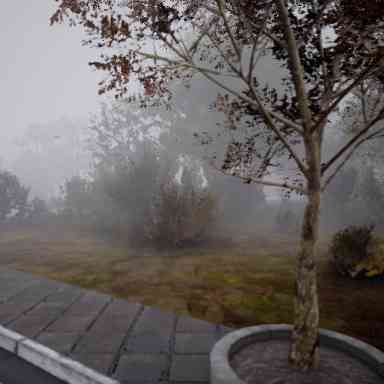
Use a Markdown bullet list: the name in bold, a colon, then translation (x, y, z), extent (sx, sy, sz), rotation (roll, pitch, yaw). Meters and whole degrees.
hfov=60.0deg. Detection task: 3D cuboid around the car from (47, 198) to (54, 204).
- **car**: translation (-17.881, 1.446, 42.160), extent (2.033, 1.411, 5.357), rotation (0, 0, 32)
